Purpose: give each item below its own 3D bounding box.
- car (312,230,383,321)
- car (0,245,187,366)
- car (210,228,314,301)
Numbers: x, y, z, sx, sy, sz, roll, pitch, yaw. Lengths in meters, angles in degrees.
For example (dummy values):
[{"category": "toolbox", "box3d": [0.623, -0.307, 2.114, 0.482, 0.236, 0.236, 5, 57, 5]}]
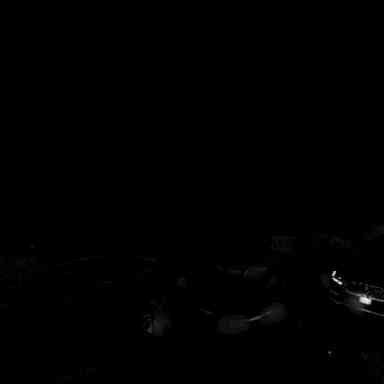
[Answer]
[{"category": "car", "box3d": [4.777, 1.504, 6.789, 4.892, 1.490, 1.837, 0, 0, -35]}, {"category": "car", "box3d": [-2.086, 1.566, 5.050, 4.313, 1.339, 1.947, 0, 0, -36]}, {"category": "car", "box3d": [2.392, 1.582, 8.246, 4.206, 1.307, 1.802, 0, 0, -36]}]
